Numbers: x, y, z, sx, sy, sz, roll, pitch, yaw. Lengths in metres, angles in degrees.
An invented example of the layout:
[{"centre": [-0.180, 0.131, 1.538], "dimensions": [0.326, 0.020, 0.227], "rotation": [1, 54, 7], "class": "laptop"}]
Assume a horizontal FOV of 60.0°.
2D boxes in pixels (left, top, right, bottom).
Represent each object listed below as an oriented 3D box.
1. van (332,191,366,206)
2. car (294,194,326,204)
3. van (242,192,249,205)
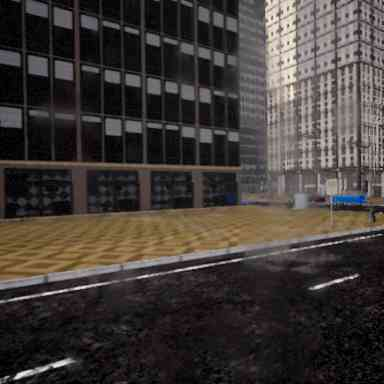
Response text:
[{"centre": [19.323, 0.752, 41.154], "dimensions": [1.690, 1.788, 3.998], "rotation": [-1, 1, -34], "class": "van"}, {"centre": [16.148, 0.929, 45.693], "dimensions": [1.887, 1.381, 4.507], "rotation": [-1, 1, -34], "class": "car"}, {"centre": [6.085, 0.861, 45.572], "dimensions": [1.690, 1.788, 3.998], "rotation": [-1, 1, -34], "class": "van"}]
